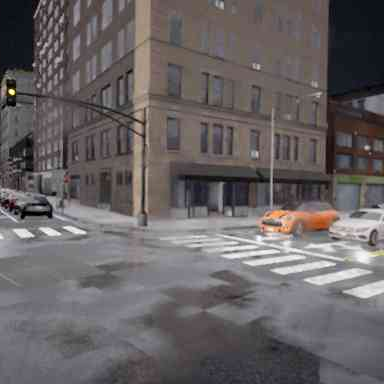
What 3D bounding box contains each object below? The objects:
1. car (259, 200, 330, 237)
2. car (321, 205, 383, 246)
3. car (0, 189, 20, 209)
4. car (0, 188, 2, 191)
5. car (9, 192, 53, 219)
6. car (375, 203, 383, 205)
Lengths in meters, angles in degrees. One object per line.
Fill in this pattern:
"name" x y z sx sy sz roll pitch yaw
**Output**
"car" 5.617 1.234 17.247 4.553 1.767 2.097 1 1 -35
"car" 8.185 1.485 15.069 4.674 1.442 1.812 1 1 -34
"car" -13.107 0.695 25.384 1.887 1.381 4.507 1 1 -35
"car" -16.255 0.531 29.928 2.008 1.369 4.403 1 1 -35
"car" -9.959 0.886 20.840 1.947 1.339 4.313 1 1 -35
"car" 12.971 1.509 22.416 4.674 1.442 1.812 1 1 -35
